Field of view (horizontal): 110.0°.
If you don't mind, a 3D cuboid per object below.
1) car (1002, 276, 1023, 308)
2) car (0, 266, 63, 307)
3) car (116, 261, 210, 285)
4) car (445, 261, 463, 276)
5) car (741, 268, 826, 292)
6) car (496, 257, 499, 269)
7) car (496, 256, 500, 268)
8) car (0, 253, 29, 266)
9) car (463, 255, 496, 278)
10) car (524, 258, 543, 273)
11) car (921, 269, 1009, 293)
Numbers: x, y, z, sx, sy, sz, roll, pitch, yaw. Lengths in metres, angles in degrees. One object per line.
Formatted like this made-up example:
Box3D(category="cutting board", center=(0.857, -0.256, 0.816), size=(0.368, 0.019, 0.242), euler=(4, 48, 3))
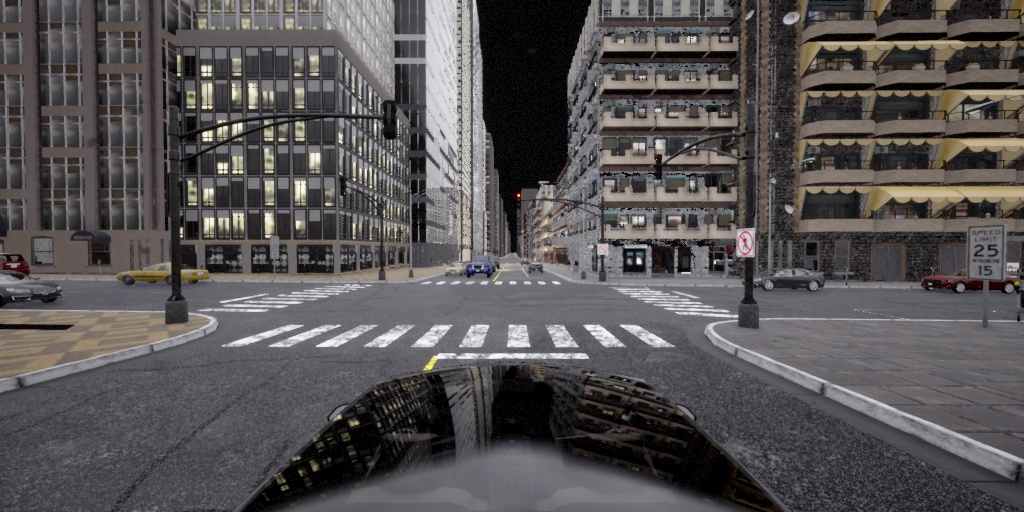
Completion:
Box3D(category="car", center=(21.734, 1.576, 13.249), size=(4.313, 1.339, 1.948), euler=(0, 0, 1))
Box3D(category="car", center=(-20.267, 1.204, 13.938), size=(4.403, 1.370, 2.007), euler=(0, 0, 1))
Box3D(category="car", center=(-21.634, 1.029, 22.274), size=(4.829, 1.417, 1.751), euler=(0, 0, 1))
Box3D(category="car", center=(-5.635, 1.265, 36.396), size=(1.751, 1.417, 4.829), euler=(0, 0, 0))
Box3D(category="car", center=(16.340, 1.375, 21.714), size=(4.403, 1.370, 2.007), euler=(0, 0, 1))
Box3D(category="car", center=(-3.024, 1.215, 44.829), size=(1.882, 1.535, 5.008), euler=(0, 0, 0))
Box3D(category="car", center=(-3.004, 0.957, 55.385), size=(2.150, 2.045, 5.566), euler=(0, 0, 0))
Box3D(category="car", center=(-33.581, 0.712, 22.498), size=(5.009, 1.841, 2.192), euler=(0, 0, 1))
Box3D(category="car", center=(-3.047, 0.962, 34.698), size=(2.150, 2.045, 5.566), euler=(0, 0, 0))
Box3D(category="car", center=(2.755, 1.289, 42.207), size=(2.007, 1.370, 4.403), euler=(0, 0, 0))
Box3D(category="car", center=(27.406, 1.462, 21.540), size=(4.507, 1.381, 1.888), euler=(0, 0, 1))
